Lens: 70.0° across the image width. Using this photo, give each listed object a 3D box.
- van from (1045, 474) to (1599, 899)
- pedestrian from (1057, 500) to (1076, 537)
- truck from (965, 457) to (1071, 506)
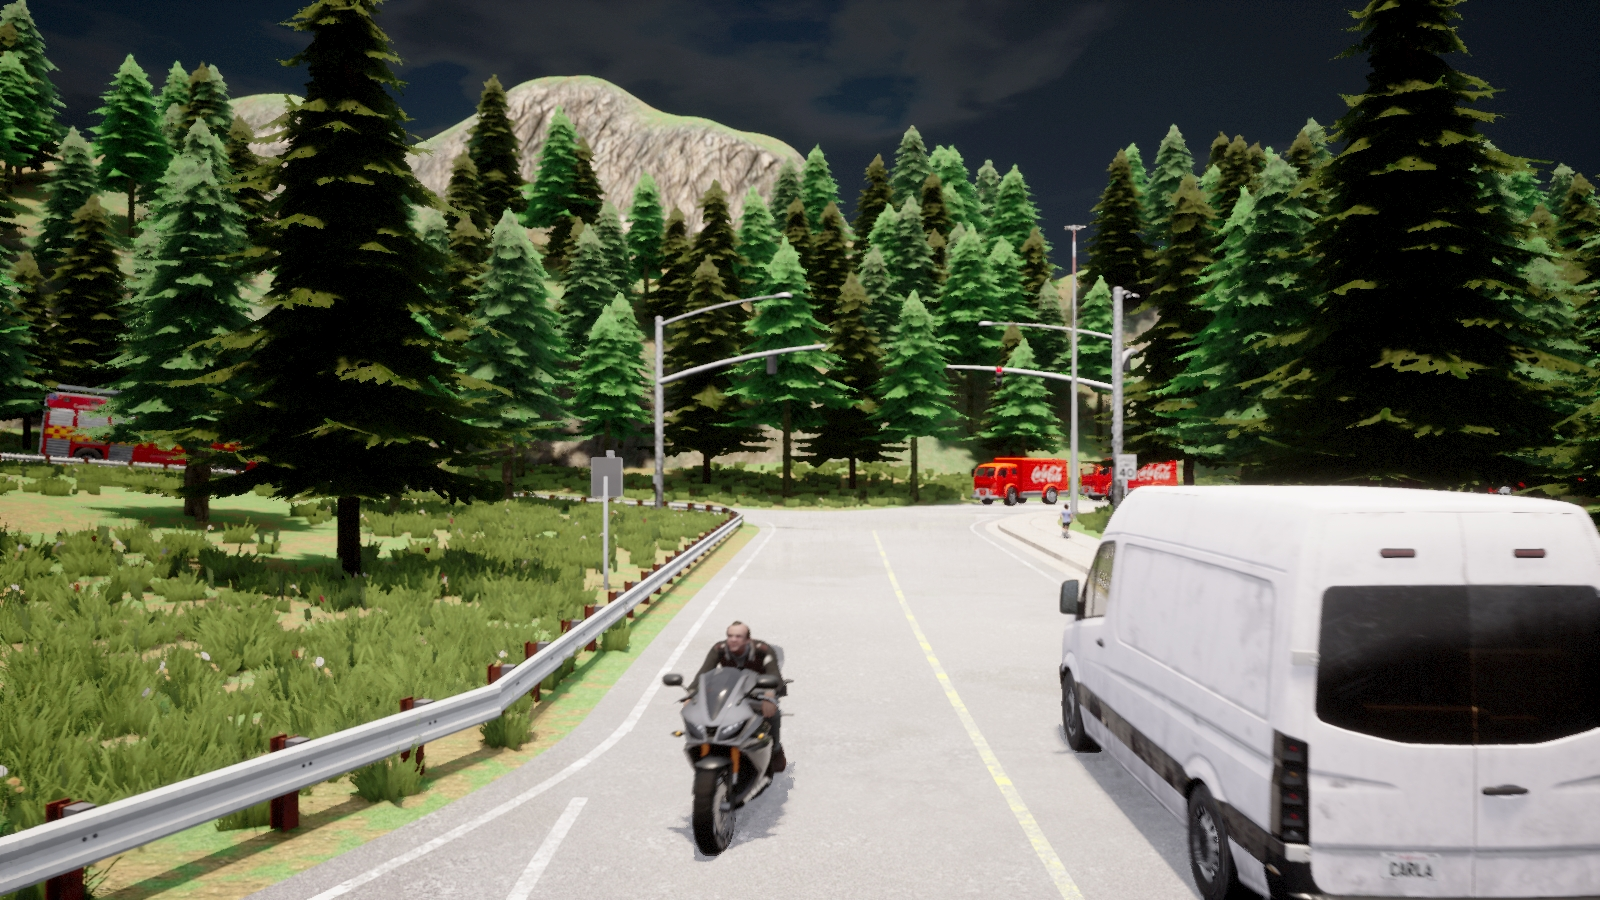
[{"bbox_3d":[3.505,1.522,8.821,1.988,2.561,5.915,0,0,0],"label":"van"},{"bbox_3d":[8.142,2.099,34.941,0.500,1.100,0.500,0,0,3],"label":"pedestrian"},{"bbox_3d":[11.507,1.630,60.215,5.204,2.467,2.627,0,0,-35],"label":"truck"}]
